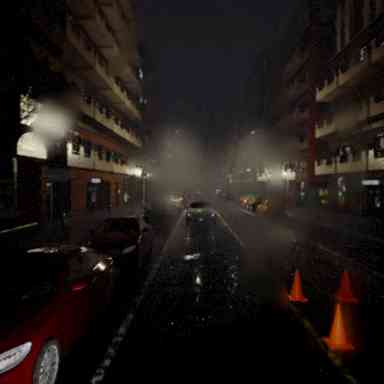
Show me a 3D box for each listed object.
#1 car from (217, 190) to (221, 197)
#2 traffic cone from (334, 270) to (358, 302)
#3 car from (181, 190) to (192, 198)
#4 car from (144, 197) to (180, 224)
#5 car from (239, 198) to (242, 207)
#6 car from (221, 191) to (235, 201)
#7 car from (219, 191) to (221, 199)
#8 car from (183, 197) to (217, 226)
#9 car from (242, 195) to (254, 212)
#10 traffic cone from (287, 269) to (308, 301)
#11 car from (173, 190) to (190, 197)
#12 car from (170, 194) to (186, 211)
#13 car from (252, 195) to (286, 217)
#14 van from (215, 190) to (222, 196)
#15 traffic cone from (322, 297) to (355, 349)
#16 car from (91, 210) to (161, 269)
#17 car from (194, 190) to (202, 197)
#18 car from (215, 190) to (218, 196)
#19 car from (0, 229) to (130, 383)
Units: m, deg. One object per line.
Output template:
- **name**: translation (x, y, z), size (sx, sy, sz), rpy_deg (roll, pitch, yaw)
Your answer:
- **car**: translation (7.059, 0.746, 72.135), size (1.752, 1.417, 4.829), rpy_deg (0, 1, 1)
- **traffic cone**: translation (3.160, 1.900, 6.828), size (0.340, 0.580, 0.340), rpy_deg (0, 1, 1)
- **car**: translation (-1.243, 0.403, 77.712), size (2.192, 1.841, 5.009), rpy_deg (0, 1, 1)
- **car**: translation (-2.048, 1.280, 21.704), size (2.008, 1.369, 4.403), rpy_deg (0, 1, 1)
- **car**: translation (6.571, 1.046, 38.357), size (1.967, 1.590, 4.097), rpy_deg (0, 1, 1)
- **car**: translation (6.895, 0.916, 60.762), size (1.947, 1.339, 4.313), rpy_deg (0, 1, 1)
- **car**: translation (6.975, 0.837, 66.364), size (2.008, 1.369, 4.403), rpy_deg (0, 1, 1)
- **car**: translation (0.554, 1.279, 21.406), size (1.812, 1.442, 4.674), rpy_deg (0, 1, 1)
- **car**: translation (6.492, 1.236, 32.757), size (1.947, 1.339, 4.313), rpy_deg (0, 1, 1)
- **traffic cone**: translation (2.160, 1.892, 6.842), size (0.340, 0.580, 0.340), rpy_deg (0, 1, 1)
- **car**: translation (-1.727, 0.787, 44.105), size (2.192, 1.841, 5.009), rpy_deg (0, 1, 1)
- **car**: translation (-1.887, 1.151, 32.905), size (2.008, 1.369, 4.403), rpy_deg (0, 1, 1)
- **car**: translation (6.413, 1.258, 27.325), size (1.752, 1.417, 4.829), rpy_deg (0, 1, 1)
- **van**: translation (7.377, 0.309, 94.367), size (1.690, 1.788, 3.998), rpy_deg (0, 1, 1)
- **traffic cone**: translation (2.131, 1.915, 4.843), size (0.340, 0.580, 0.340), rpy_deg (0, 1, 1)
- **car**: translation (-2.209, 1.440, 10.501), size (1.802, 1.307, 4.206), rpy_deg (0, 1, 1)
- **car**: translation (1.615, 0.338, 88.505), size (2.097, 1.767, 4.553), rpy_deg (0, 1, 1)
- **car**: translation (7.217, 0.535, 83.166), size (1.967, 1.590, 4.097), rpy_deg (0, 1, 1)
- **car**: translation (-2.290, 1.505, 4.900), size (1.802, 1.307, 4.206), rpy_deg (0, 1, 1)
